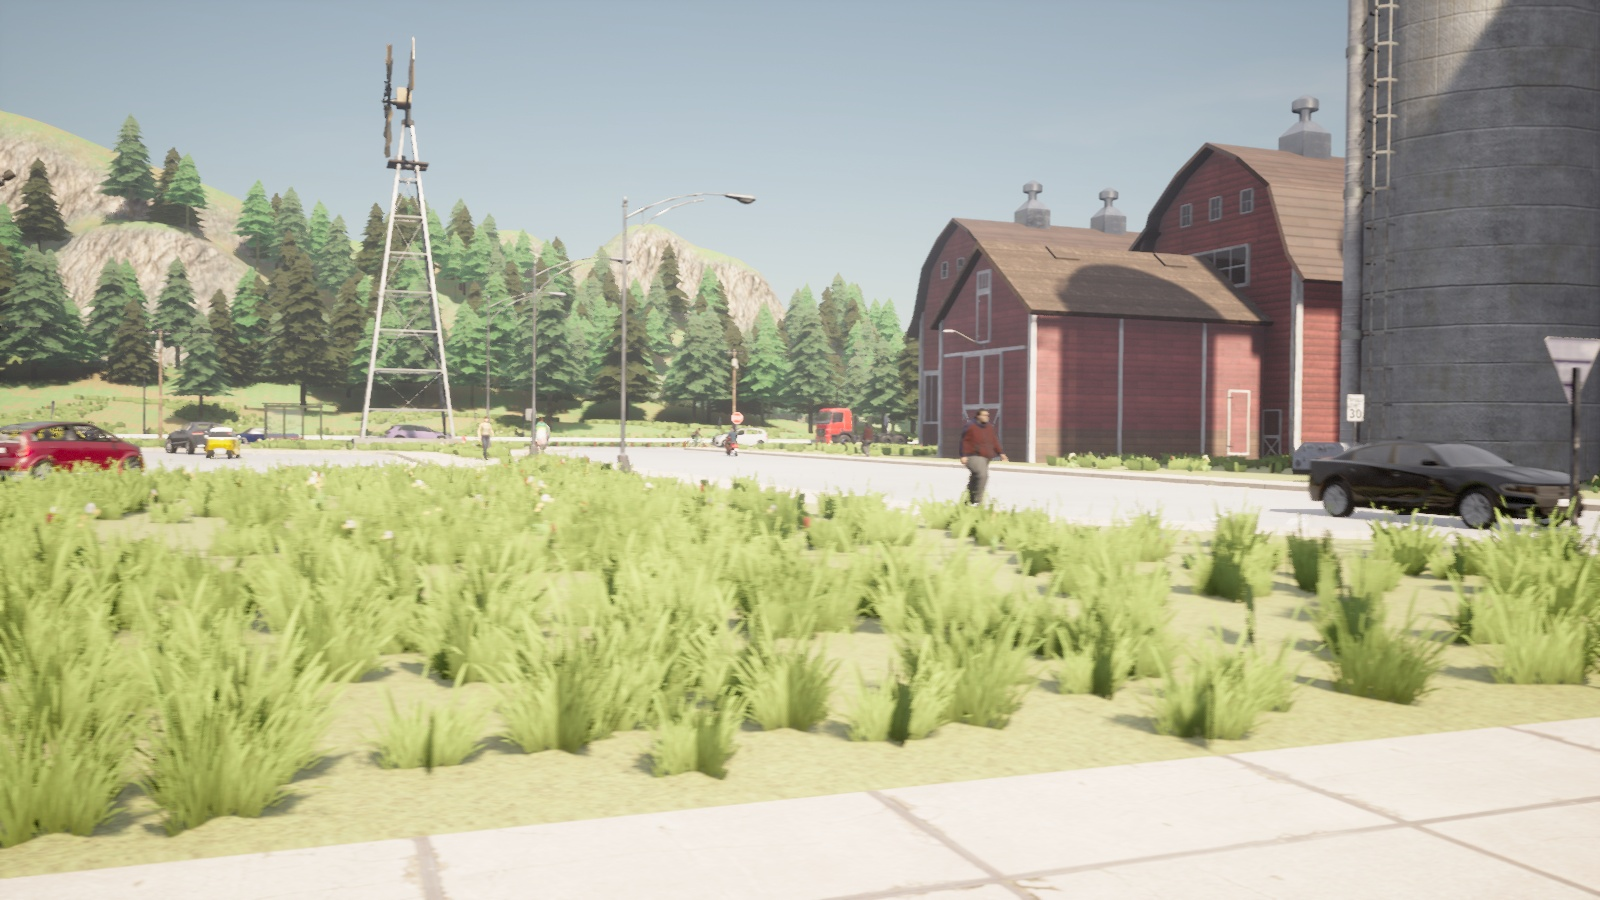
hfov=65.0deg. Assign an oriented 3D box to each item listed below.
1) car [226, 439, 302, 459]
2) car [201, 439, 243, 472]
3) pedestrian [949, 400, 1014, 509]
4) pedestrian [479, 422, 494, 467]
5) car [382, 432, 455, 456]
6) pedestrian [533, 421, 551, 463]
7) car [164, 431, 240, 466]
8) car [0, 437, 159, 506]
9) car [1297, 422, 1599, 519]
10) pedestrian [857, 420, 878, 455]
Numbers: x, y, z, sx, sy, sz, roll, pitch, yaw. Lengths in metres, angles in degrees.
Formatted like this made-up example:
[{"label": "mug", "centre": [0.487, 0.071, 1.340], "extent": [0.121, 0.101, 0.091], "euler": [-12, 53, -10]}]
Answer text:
[{"label": "car", "centre": [-36.729, -0.089, 86.183], "extent": [4.718, 1.301, 1.895], "euler": [-1, 1, -20]}, {"label": "car", "centre": [-25.358, 0.242, 55.138], "extent": [1.481, 1.376, 2.207], "euler": [-1, 1, -21]}, {"label": "pedestrian", "centre": [3.131, 0.070, 21.688], "extent": [0.634, 1.844, 0.899], "euler": [-1, 1, -36]}, {"label": "pedestrian", "centre": [-12.824, -0.224, 51.307], "extent": [0.345, 1.836, 0.594], "euler": [-1, 1, -41]}, {"label": "car", "centre": [-27.239, -0.419, 89.730], "extent": [4.856, 1.649, 2.033], "euler": [-1, 1, -21]}, {"label": "pedestrian", "centre": [-12.283, -0.375, 59.790], "extent": [0.659, 1.952, 0.873], "euler": [-1, 1, -25]}, {"label": "car", "centre": [-29.926, -0.108, 62.760], "extent": [2.152, 1.651, 5.027], "euler": [-1, 1, -41]}, {"label": "car", "centre": [-17.901, 0.476, 30.774], "extent": [1.789, 1.549, 3.705], "euler": [0, 1, 19]}, {"label": "car", "centre": [11.538, 0.286, 22.636], "extent": [1.882, 1.535, 5.008], "euler": [-1, 1, -22]}, {"label": "pedestrian", "centre": [3.560, -0.649, 66.060], "extent": [0.634, 1.844, 0.899], "euler": [-1, 1, -38]}]
